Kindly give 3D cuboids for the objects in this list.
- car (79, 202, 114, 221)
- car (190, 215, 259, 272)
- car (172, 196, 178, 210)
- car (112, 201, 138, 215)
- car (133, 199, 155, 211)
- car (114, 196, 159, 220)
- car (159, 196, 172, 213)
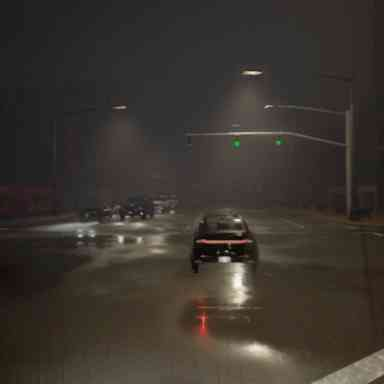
[{"bbox_3d":[-8.395,1.674,29.598,2.128,1.511,4.902,-1,0,4],"label":"car"},{"bbox_3d":[0.986,1.478,10.763,2.128,1.511,4.902,-1,0,4],"label":"car"},{"bbox_3d":[-3.379,1.595,50.427,2.150,2.045,5.566,-1,-1,4],"label":"car"},{"bbox_3d":[-7.743,1.799,38.839,1.812,1.442,4.674,-1,-1,4],"label":"car"},{"bbox_3d":[-6.982,1.892,49.214,2.128,1.511,4.902,-1,-1,5],"label":"car"},{"bbox_3d":[-4.849,1.367,30.011,2.150,2.045,5.566,-1,-1,5],"label":"car"},{"bbox_3d":[-4.146,1.466,40.020,2.150,2.045,5.566,-1,-1,5],"label":"car"}]
